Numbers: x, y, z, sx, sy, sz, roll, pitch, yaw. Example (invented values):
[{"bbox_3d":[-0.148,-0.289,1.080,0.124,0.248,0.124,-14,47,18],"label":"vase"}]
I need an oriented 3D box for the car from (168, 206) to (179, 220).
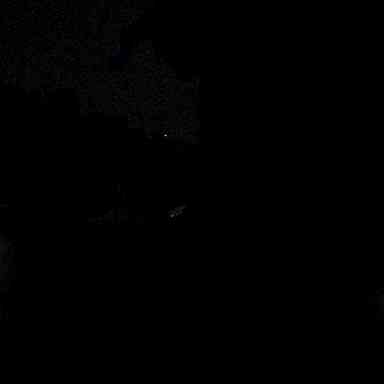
[{"bbox_3d":[-0.576,2.154,34.634,1.812,1.442,4.674,0,-1,36],"label":"car"}]

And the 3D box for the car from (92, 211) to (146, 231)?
[{"bbox_3d":[-5.317,1.956,23.695,1.752,1.417,4.829,-1,-2,36],"label":"car"}]

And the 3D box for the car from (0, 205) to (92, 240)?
[{"bbox_3d":[-8.653,1.640,19.060,2.192,1.841,5.009,-1,-2,36],"label":"car"}]

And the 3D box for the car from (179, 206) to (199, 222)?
[{"bbox_3d":[1.055,2.197,32.562,1.947,1.339,4.313,-1,-2,36],"label":"car"}]
